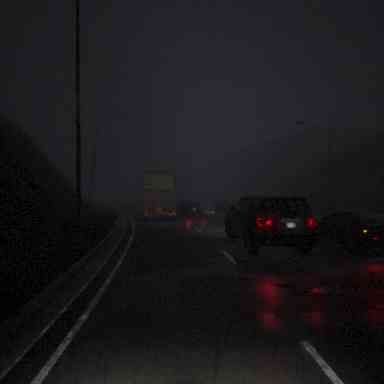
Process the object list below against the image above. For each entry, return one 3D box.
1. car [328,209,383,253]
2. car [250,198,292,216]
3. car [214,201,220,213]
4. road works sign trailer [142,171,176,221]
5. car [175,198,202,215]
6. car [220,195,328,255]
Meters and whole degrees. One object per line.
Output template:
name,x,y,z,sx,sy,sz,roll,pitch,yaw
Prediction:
car,6.286,1.401,13.086,1.812,1.442,4.674,0,0,-6
car,6.992,1.300,29.869,1.994,1.385,4.181,0,0,-13
car,3.375,1.309,29.964,1.994,1.385,4.181,0,0,-13
road works sign trailer,-2.544,0.267,24.947,2.380,3.560,2.880,0,0,-14
car,-0.345,1.277,30.487,1.812,1.442,4.674,0,0,-14
car,2.806,1.106,12.986,2.150,2.045,5.566,0,0,-6
